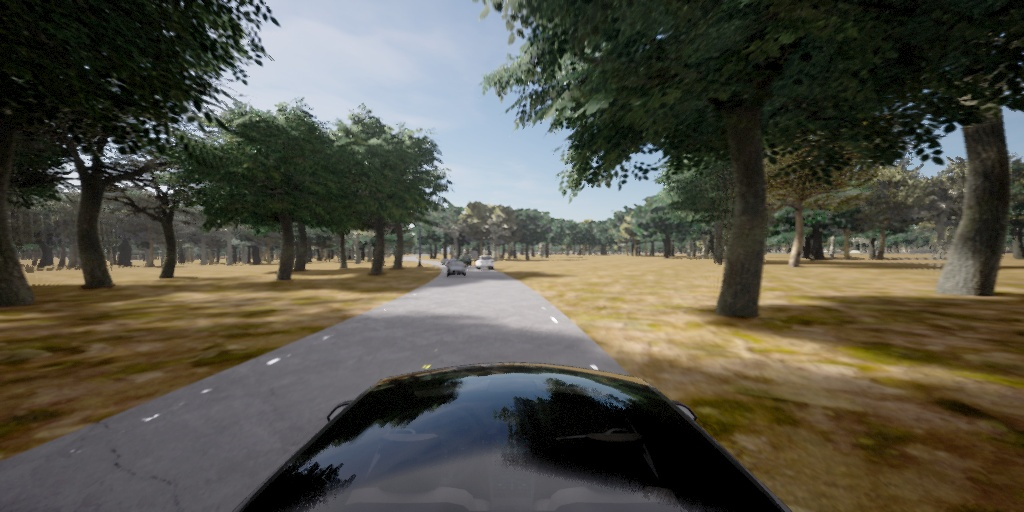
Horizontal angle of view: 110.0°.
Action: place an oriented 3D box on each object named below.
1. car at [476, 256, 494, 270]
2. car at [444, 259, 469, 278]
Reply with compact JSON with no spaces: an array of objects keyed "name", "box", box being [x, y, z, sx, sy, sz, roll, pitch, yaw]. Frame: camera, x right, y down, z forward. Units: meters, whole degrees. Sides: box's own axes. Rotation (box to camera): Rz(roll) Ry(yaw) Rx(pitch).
[{"name":"car","box":[-3.973,0.963,52.123,2.150,2.045,5.566,0,0,-11]},{"name":"car","box":[-5.434,1.286,35.318,1.837,1.490,4.892,0,0,-8]}]
